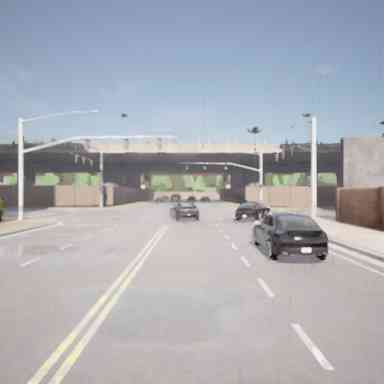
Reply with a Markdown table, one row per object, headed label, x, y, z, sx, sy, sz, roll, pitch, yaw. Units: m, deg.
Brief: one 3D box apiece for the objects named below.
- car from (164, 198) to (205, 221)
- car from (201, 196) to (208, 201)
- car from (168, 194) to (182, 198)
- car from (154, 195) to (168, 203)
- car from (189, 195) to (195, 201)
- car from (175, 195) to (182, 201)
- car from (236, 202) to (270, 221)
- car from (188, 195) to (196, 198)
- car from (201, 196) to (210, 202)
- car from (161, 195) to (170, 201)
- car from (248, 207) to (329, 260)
| label | x | y | z | sx | sy | sz | roll | pitch | yaw |
| --- | --- | --- | --- | --- | --- | --- | --- | --- | --- |
| car | -0.736 | 1.537 | 27.517 | 2.128 | 1.511 | 4.902 | 0 | 0 | -13 |
| car | 3.483 | 1.762 | 93.481 | 1.994 | 1.385 | 4.181 | 0 | 0 | 0 |
| car | -3.513 | 1.388 | 72.505 | 2.150 | 2.045 | 5.566 | 0 | 0 | 0 |
| car | -7.013 | 1.703 | 72.538 | 2.033 | 1.411 | 5.357 | 0 | 0 | 0 |
| car | -0.017 | 1.709 | 93.481 | 1.837 | 1.490 | 4.892 | 0 | 0 | 0 |
| car | -3.516 | 1.682 | 88.214 | 1.837 | 1.490 | 4.892 | 0 | 0 | 0 |
| car | 5.130 | 1.549 | 27.225 | 1.837 | 1.490 | 4.892 | -1 | 0 | 29 |
| car | -0.015 | 1.683 | 83.119 | 1.837 | 1.490 | 4.892 | 0 | 0 | 0 |
| car | 3.485 | 1.708 | 83.495 | 1.812 | 1.442 | 4.674 | 0 | 0 | 0 |
| car | -7.016 | 1.682 | 88.213 | 1.837 | 1.490 | 4.892 | 0 | 0 | 0 |
| car | 3.542 | 1.535 | 12.655 | 1.837 | 1.490 | 4.892 | 0 | 0 | 0 |
